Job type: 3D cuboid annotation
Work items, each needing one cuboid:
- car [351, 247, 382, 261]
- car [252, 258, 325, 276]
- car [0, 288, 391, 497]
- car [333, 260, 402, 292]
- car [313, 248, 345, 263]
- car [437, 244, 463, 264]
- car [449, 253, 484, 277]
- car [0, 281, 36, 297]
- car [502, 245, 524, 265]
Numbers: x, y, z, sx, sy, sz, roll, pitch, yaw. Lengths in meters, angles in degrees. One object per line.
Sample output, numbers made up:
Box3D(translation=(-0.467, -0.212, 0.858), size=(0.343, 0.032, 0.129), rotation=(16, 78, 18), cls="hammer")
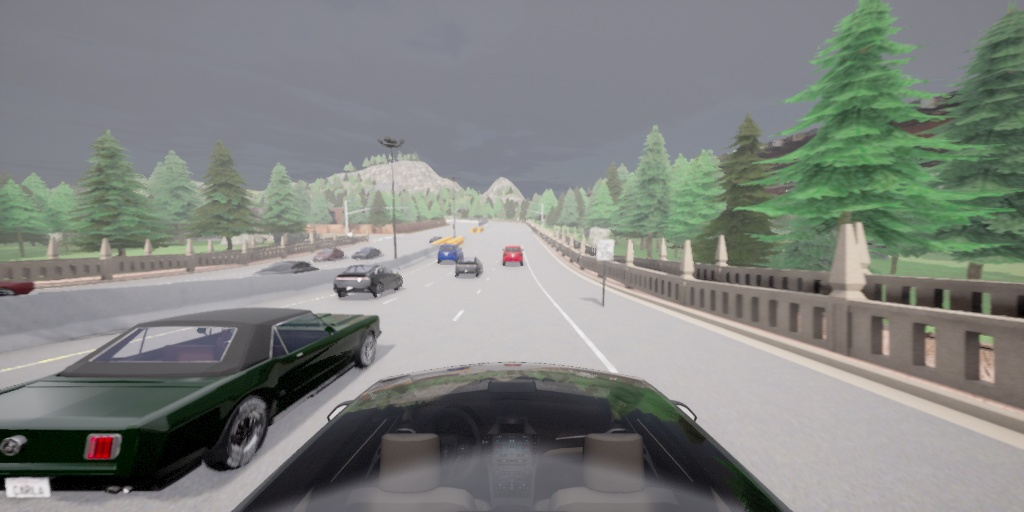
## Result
Box3D(translation=(-17.584, -0.347, 43.607), size=(2.033, 1.411, 5.357), rotation=(0, 6, 0), cls="car")
Box3D(translation=(-14.099, 1.084, 22.517), size=(1.837, 1.490, 4.892), rotation=(0, 1, 0), cls="car")
Box3D(translation=(-3.401, 1.336, 4.747), size=(1.895, 1.301, 4.718), rotation=(0, 0, 0), cls="car")
Box3D(translation=(-6.904, 1.157, 17.648), size=(2.128, 1.511, 4.902), rotation=(0, 0, 0), cls="car")
Box3D(translation=(-21.073, -0.145, 41.527), size=(1.812, 1.442, 4.674), rotation=(0, 6, 0), cls="car")
Box3D(translation=(-6.909, -0.329, 40.314), size=(2.150, 2.045, 5.566), rotation=(0, 6, 0), cls="car")
Box3D(translation=(-3.406, 0.799, 28.998), size=(2.128, 1.511, 4.902), rotation=(0, 3, 0), cls="car")
Box3D(translation=(-21.102, 1.298, 12.876), size=(1.895, 1.301, 4.718), rotation=(0, 0, 0), cls="car")
Box3D(translation=(0.092, -0.176, 38.703), size=(2.150, 2.045, 5.566), rotation=(0, 5, 0), cls="car")
